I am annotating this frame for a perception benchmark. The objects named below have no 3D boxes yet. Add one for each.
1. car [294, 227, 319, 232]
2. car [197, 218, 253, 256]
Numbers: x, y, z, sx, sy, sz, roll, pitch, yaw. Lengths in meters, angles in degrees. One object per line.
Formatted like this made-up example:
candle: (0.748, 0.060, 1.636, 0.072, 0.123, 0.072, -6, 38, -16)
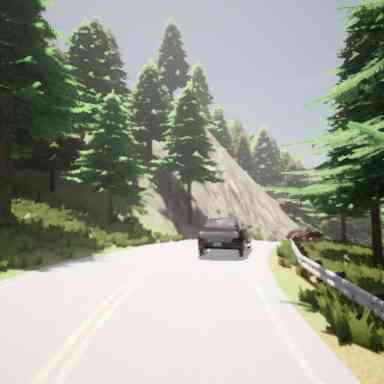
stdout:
car: (10.183, 3.793, 29.477, 1.994, 1.385, 4.181, -4, -11, 43)
car: (1.559, 1.888, 14.685, 2.128, 1.511, 4.902, -2, -4, 15)
